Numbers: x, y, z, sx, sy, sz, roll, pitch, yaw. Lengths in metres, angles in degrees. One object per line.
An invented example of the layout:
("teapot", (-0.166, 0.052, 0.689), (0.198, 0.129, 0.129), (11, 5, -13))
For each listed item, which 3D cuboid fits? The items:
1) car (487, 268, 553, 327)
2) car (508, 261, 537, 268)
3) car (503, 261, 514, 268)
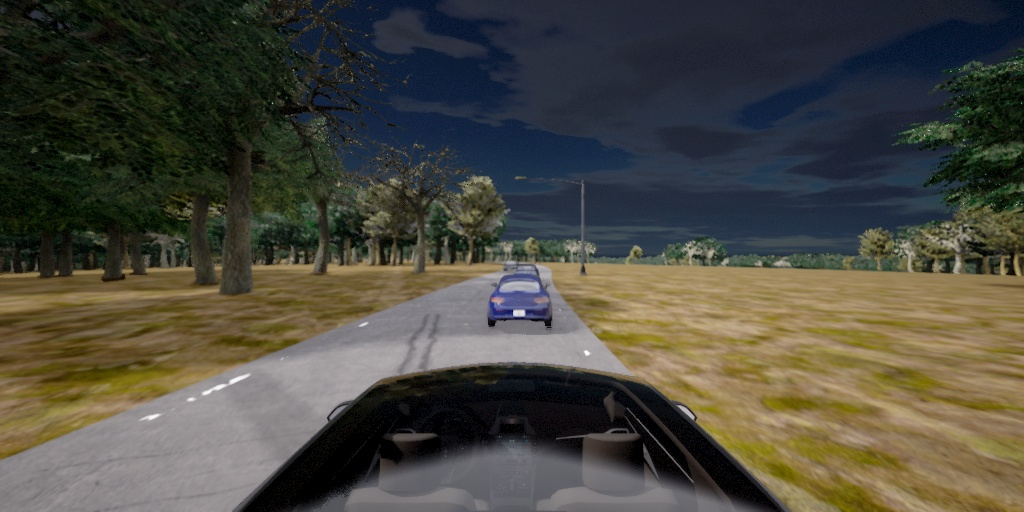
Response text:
("car", (0.283, 1.295, 11.500), (1.812, 1.442, 4.674), (0, 0, 2))
("car", (1.147, 1.332, 26.996), (2.033, 1.411, 5.357), (0, 0, 5))
("car", (-0.060, 1.327, 46.421), (1.812, 1.442, 4.674), (0, 0, 6))
